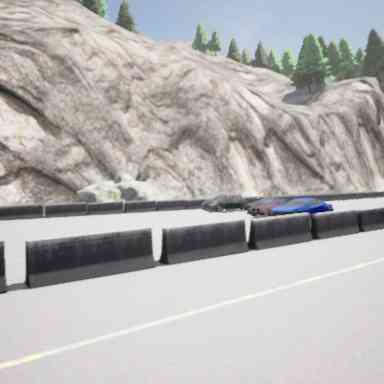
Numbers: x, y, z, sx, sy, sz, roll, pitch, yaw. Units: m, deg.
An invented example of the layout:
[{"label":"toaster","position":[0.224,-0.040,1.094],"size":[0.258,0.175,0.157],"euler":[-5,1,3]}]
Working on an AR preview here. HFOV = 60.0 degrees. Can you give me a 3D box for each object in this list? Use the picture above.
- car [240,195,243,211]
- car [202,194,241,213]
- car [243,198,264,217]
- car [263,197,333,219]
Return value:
[{"label":"car","position":[7.326,1.141,30.621],"size":[5.357,1.411,2.033],"euler":[-1,1,-35]},{"label":"car","position":[3.116,0.987,31.943],"size":[4.553,1.767,2.097],"euler":[-1,1,-35]},{"label":"car","position":[6.337,1.221,25.652],"size":[4.181,1.385,1.994],"euler":[-1,1,-35]},{"label":"car","position":[7.349,1.157,22.084],"size":[5.008,1.535,1.882],"euler":[-1,1,-35]}]
